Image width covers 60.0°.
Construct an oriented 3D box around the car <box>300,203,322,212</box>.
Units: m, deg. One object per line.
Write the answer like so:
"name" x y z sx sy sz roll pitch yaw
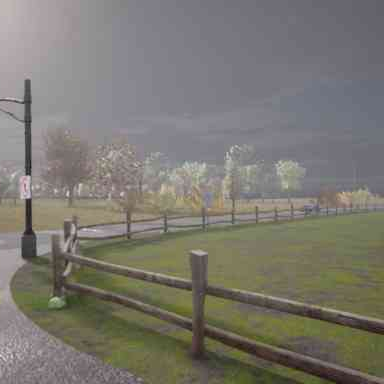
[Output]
"car" 18.971 2.443 52.928 2.033 1.411 5.357 -1 -2 40
